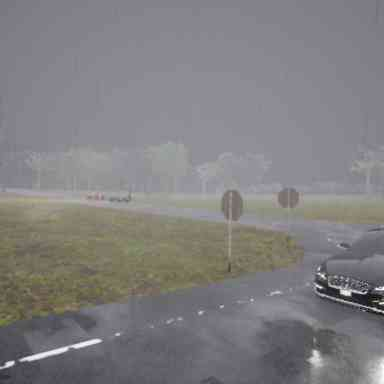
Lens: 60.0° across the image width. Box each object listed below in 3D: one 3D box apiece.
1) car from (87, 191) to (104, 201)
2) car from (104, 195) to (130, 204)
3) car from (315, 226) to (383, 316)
[{"bbox_3d":[-17.348,0.660,59.927,2.097,1.767,4.553,2,0,-36],"label":"car"},{"bbox_3d":[-11.493,1.092,51.858,1.895,1.301,4.718,2,0,-36],"label":"car"},{"bbox_3d":[4.700,1.533,7.363,4.892,1.490,1.837,0,0,-36],"label":"car"}]
